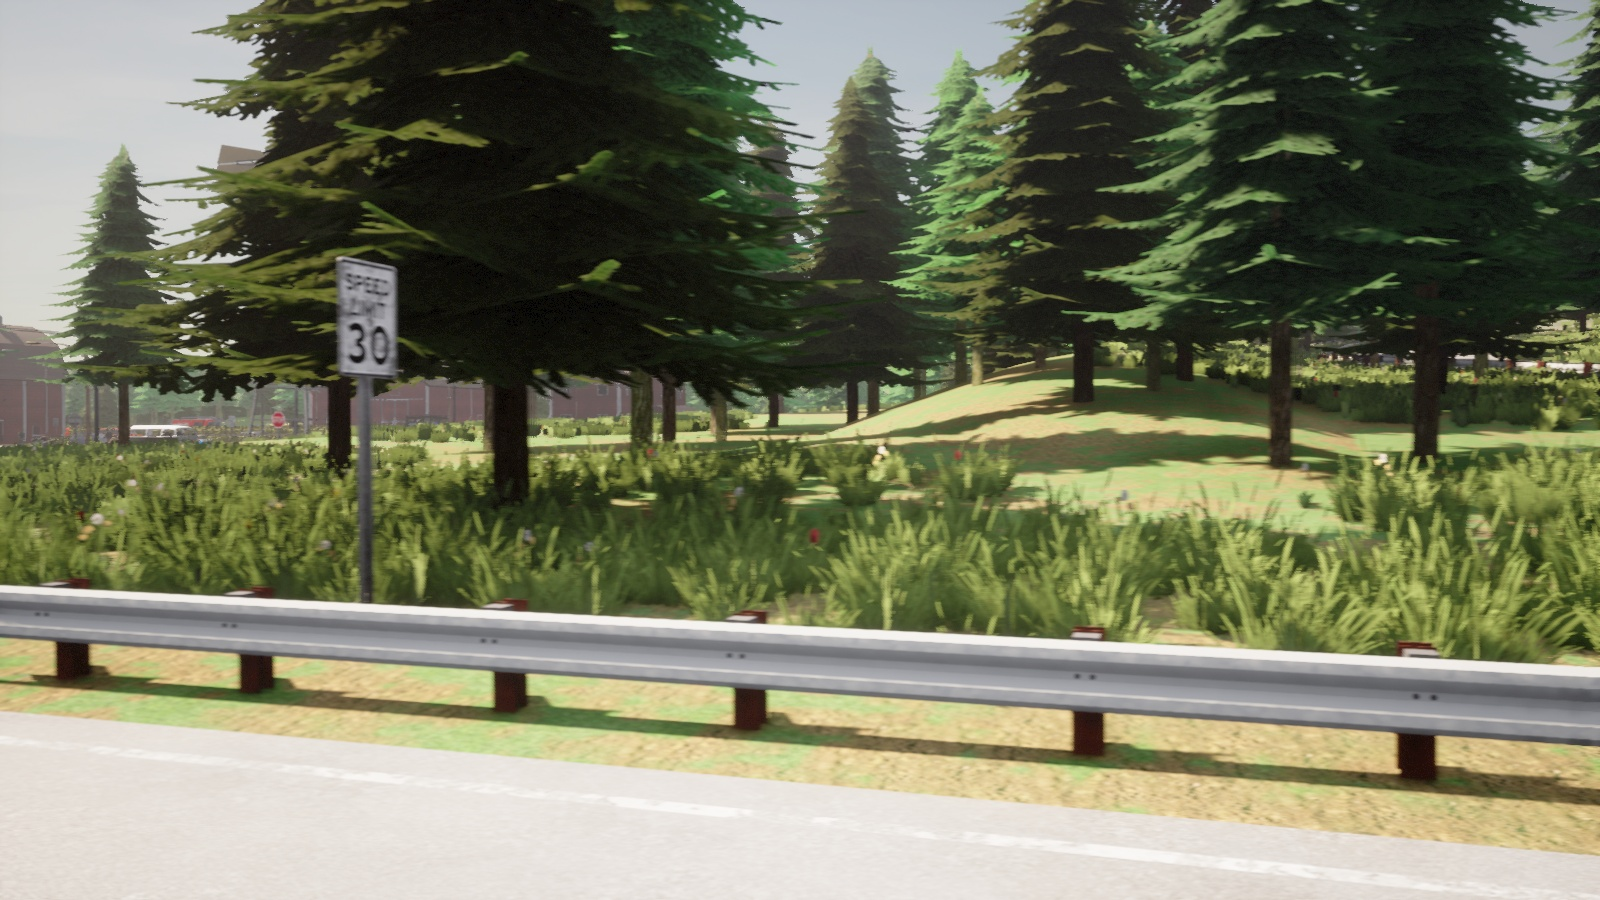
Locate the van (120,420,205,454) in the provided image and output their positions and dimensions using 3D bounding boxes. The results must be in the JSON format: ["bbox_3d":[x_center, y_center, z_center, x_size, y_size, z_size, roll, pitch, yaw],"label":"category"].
[{"bbox_3d":[-39.099,-0.803,77.027,4.480,2.038,2.069,0,1,19],"label":"van"}]
